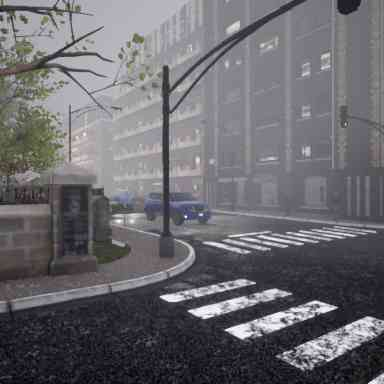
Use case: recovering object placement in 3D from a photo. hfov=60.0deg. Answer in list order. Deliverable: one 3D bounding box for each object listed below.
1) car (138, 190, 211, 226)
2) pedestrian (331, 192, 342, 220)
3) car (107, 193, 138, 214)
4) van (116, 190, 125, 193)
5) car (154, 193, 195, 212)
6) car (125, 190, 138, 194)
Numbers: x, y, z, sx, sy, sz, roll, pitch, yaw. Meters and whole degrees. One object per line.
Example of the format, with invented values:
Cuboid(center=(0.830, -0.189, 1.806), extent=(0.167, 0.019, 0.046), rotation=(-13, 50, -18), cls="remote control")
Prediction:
Cuboid(center=(-1.102, 0.926, 21.654), extent=(2.150, 2.045, 5.566), rotation=(0, 1, -36), cls="car")
Cuboid(center=(9.495, 0.902, 21.964), extent=(0.375, 1.860, 0.375), rotation=(1, -1, -36), cls="pedestrian")
Cuboid(center=(-6.759, 1.098, 29.384), extent=(1.994, 1.385, 4.181), rotation=(0, 1, -36), cls="car")
Cuboid(center=(-8.299, 0.655, 41.312), extent=(1.690, 1.788, 3.998), rotation=(1, 1, -36), cls="van")
Cuboid(center=(-1.776, 0.950, 32.401), extent=(1.967, 1.590, 4.097), rotation=(1, 1, -36), cls="car")
Cuboid(center=(-5.036, 0.727, 36.856), extent=(2.192, 1.841, 5.009), rotation=(1, 1, -36), cls="car")
